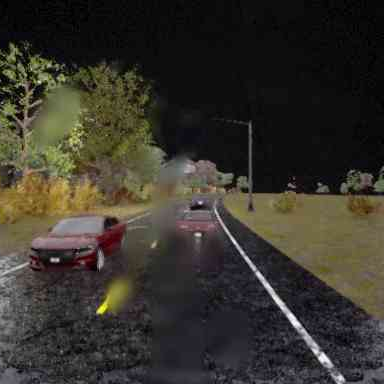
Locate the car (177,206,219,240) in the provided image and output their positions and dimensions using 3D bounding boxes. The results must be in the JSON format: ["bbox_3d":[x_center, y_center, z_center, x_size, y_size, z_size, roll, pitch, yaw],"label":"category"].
[{"bbox_3d":[0.321,1.602,17.014,1.895,1.301,4.718,0,0,1],"label":"car"}]

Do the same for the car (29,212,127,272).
[{"bbox_3d":[-3.487,1.477,11.060,1.882,1.535,5.008,0,0,1],"label":"car"}]

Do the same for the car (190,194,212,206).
[{"bbox_3d":[0.958,1.201,35.376,2.150,2.045,5.566,0,0,3],"label":"car"}]
